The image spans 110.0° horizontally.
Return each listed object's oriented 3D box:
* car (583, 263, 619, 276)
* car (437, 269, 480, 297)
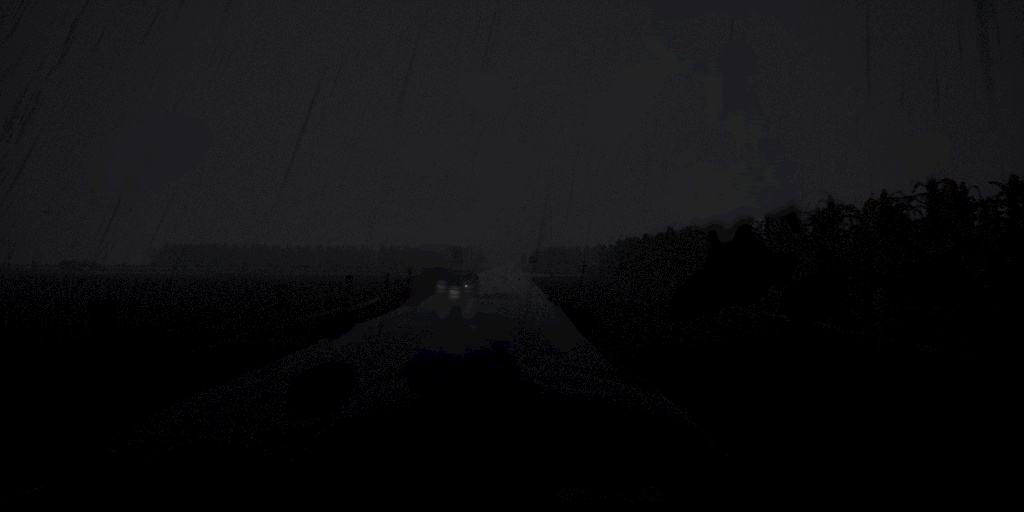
[{"bbox_3d":[11.204,1.616,45.002,4.674,1.442,1.812,0,-1,1],"label":"car"},{"bbox_3d":[-2.852,1.475,20.423,2.033,1.411,5.357,0,-1,0],"label":"car"}]
